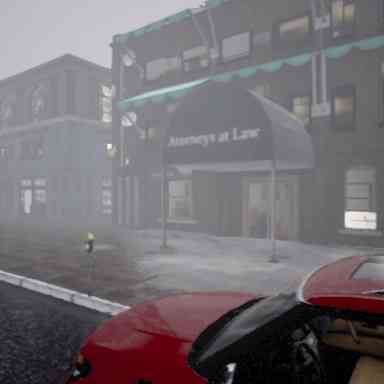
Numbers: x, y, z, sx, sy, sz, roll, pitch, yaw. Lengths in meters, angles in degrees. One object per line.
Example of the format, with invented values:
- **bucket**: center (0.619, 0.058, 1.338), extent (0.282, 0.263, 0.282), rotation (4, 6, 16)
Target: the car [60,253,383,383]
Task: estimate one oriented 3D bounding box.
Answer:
- **car**: center (1.368, 1.315, 1.902), extent (5.009, 1.841, 2.192), rotation (0, 0, 35)
